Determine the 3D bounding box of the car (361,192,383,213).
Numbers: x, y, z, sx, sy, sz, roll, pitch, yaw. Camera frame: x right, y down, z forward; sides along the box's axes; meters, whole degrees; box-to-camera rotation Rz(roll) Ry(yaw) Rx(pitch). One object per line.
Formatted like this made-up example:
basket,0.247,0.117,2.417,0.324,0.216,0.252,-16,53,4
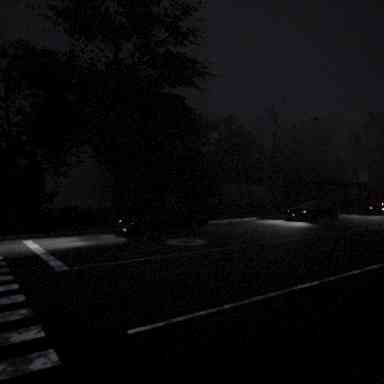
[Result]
car,18.242,1.039,31.282,5.566,2.045,2.150,-1,0,-35

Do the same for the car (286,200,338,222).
car,9.138,1.352,25.012,4.674,1.442,1.812,0,0,-35

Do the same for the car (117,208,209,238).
car,-1.488,1.536,17.583,4.718,1.301,1.895,0,0,-35
